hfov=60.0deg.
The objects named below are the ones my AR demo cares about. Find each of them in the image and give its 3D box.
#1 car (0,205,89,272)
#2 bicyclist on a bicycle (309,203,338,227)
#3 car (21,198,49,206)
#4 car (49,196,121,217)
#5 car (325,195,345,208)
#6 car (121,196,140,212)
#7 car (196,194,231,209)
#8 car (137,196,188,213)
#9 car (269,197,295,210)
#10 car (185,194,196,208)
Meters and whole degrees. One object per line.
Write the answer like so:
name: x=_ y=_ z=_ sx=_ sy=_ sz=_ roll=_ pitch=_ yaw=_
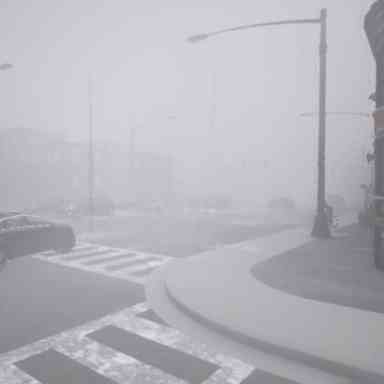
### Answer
car: x=-5.601 y=1.367 z=10.317 sx=2.128 sy=1.511 sz=4.902 roll=0 pitch=0 yaw=15
bicyclist on a bicycle: x=7.694 y=1.241 z=19.477 sx=1.656 sy=1.620 sz=0.582 roll=0 pitch=0 yaw=35
car: x=-11.454 y=1.195 z=27.043 sx=2.128 sy=1.511 sz=4.902 roll=1 pitch=0 yaw=36
car: x=-8.122 y=1.097 z=25.684 sx=2.097 sy=1.767 sz=4.553 roll=1 pitch=0 yaw=35
car: x=19.828 y=1.223 z=46.508 sx=2.097 sy=1.767 sz=4.553 roll=1 pitch=0 yaw=36
car: x=-5.905 y=1.181 z=34.820 sx=1.882 sy=1.535 sz=5.008 roll=1 pitch=0 yaw=35
car: x=2.967 y=1.097 z=41.194 sx=2.097 sy=1.767 sz=4.553 roll=1 pitch=0 yaw=36
car: x=-2.842 y=1.345 z=33.091 sx=1.895 sy=1.301 sz=4.718 roll=1 pitch=0 yaw=36
car: x=10.902 y=1.322 z=39.969 sx=2.128 sy=1.511 sz=4.902 roll=1 pitch=0 yaw=35
car: x=-0.218 y=1.055 z=42.760 sx=2.097 sy=1.767 sz=4.553 roll=1 pitch=0 yaw=36
